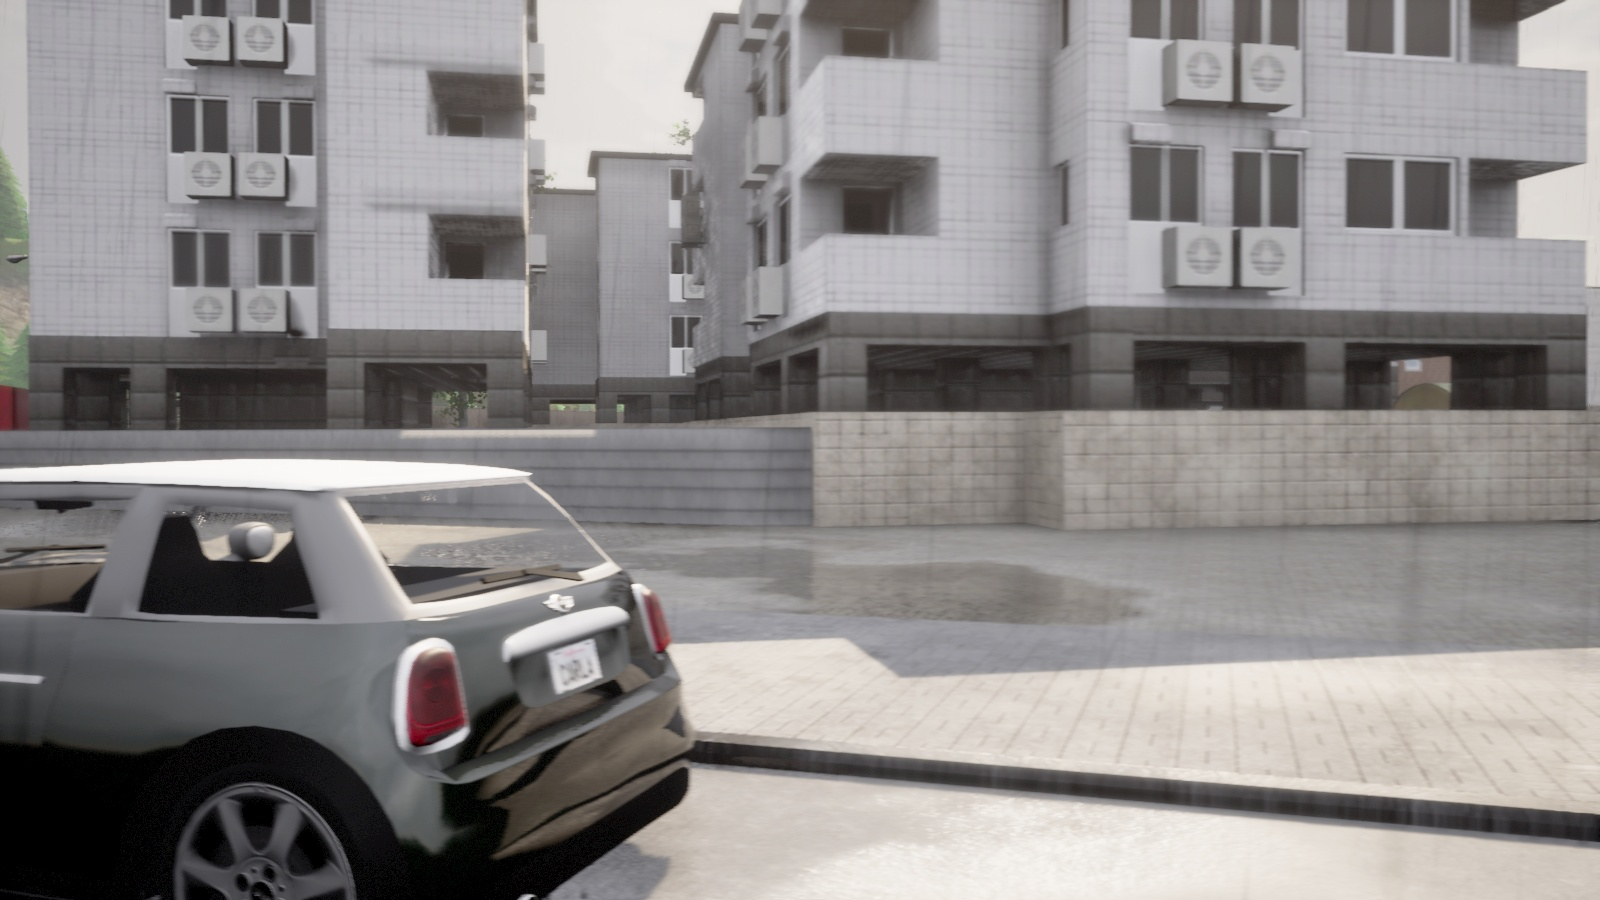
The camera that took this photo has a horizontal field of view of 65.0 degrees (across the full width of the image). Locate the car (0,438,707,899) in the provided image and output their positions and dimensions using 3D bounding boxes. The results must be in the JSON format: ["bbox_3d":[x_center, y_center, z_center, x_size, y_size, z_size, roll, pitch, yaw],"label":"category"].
[{"bbox_3d":[-2.482,0.710,4.557,3.806,1.475,1.970,1,1,19],"label":"car"}]
